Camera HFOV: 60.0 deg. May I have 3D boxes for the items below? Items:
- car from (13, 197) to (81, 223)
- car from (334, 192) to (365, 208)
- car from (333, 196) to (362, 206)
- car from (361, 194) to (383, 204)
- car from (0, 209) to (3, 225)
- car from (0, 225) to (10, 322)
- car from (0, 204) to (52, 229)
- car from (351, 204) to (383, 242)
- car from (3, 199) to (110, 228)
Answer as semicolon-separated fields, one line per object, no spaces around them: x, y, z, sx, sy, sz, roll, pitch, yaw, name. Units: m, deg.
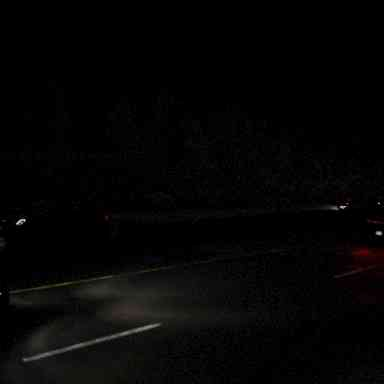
-11.297;1.334;26.023;4.553;1.767;2.097;0;0;-35;car
21.611;1.075;45.149;5.566;2.045;2.150;0;0;-35;car
23.808;1.341;50.982;4.892;1.490;1.837;0;0;-35;car
24.344;1.328;42.797;5.008;1.535;1.882;0;0;-35;car
-8.826;1.552;19.189;4.181;1.385;1.994;0;0;-35;car
-5.213;1.484;4.329;5.008;1.535;1.882;0;0;-35;car
-11.544;1.555;21.550;4.181;1.385;1.994;0;0;-35;car
9.517;1.437;14.821;4.902;1.511;2.128;0;0;-35;car
-6.543;1.338;16.518;4.553;1.767;2.097;0;0;-35;car
